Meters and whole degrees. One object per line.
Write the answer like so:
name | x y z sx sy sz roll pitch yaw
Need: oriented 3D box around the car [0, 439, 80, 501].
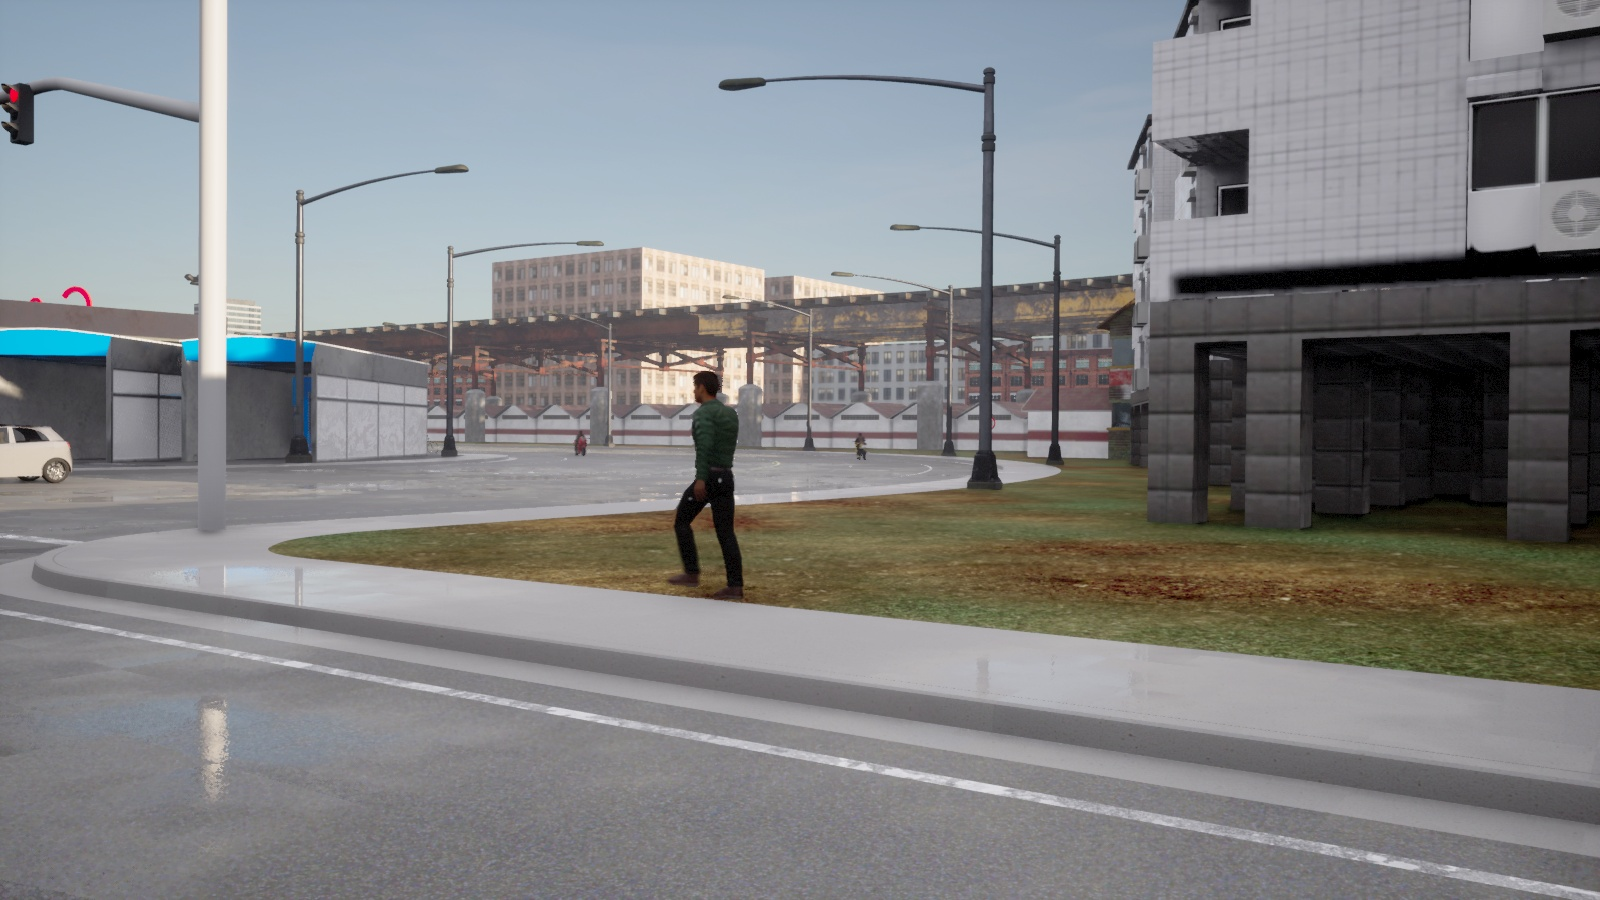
car | -20.440 0.500 31.538 1.845 1.501 3.633 0 1 35

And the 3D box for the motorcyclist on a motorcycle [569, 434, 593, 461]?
motorcyclist on a motorcycle | -12.652 -0.163 72.589 0.797 1.523 2.044 -2 1 -25

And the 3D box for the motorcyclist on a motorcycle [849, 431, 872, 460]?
motorcyclist on a motorcycle | 3.294 -0.253 68.562 0.797 1.523 2.044 -2 1 -10

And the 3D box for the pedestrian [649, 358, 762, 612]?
pedestrian | -0.753 0.265 10.019 0.788 1.949 0.423 0 1 34
